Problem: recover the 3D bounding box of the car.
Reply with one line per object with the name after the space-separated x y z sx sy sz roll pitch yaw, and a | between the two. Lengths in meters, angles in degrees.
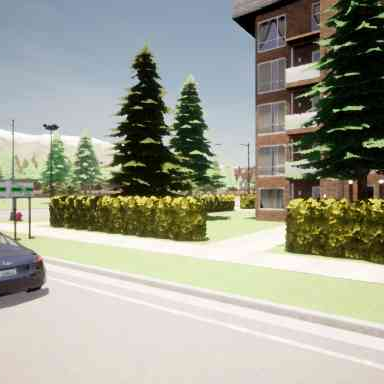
-5.253 1.564 7.712 4.181 1.385 1.994 0 0 36 | car
